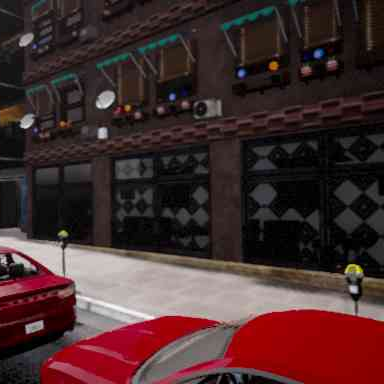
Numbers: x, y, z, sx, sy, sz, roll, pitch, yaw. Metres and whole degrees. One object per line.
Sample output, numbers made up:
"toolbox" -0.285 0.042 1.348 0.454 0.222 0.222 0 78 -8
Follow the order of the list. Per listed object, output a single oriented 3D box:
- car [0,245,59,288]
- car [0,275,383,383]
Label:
"car" -3.760 1.536 5.426 4.507 1.381 1.887 0 -1 36
"car" 0.742 1.544 2.215 4.507 1.381 1.887 0 -1 36
